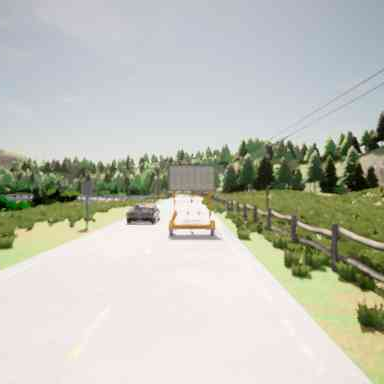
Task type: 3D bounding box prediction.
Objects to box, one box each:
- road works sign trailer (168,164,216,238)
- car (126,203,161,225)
[{"bbox_3d":[-0.004,0.360,16.962,2.380,3.560,2.880,0,0,0],"label":"road works sign trailer"},{"bbox_3d":[-3.306,1.459,23.117,1.895,1.301,4.718,0,0,0],"label":"car"}]
